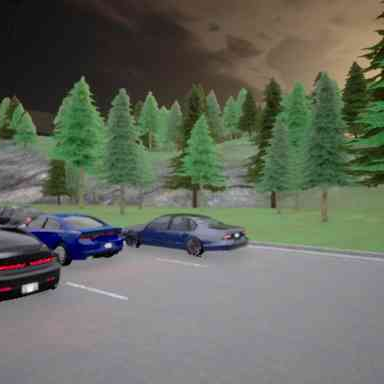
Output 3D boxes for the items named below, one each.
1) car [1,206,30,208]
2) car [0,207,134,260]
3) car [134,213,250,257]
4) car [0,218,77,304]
[{"bbox_3d":[-10.658,1.524,20.083,5.357,1.411,2.033,0,0,35],"label":"car"},{"bbox_3d":[-4.545,1.466,11.496,5.008,1.535,1.882,0,0,35],"label":"car"},{"bbox_3d":[-0.497,1.539,12.921,5.357,1.411,2.033,0,0,35],"label":"car"},{"bbox_3d":[-4.921,1.495,7.475,4.892,1.490,1.837,0,0,36],"label":"car"}]
